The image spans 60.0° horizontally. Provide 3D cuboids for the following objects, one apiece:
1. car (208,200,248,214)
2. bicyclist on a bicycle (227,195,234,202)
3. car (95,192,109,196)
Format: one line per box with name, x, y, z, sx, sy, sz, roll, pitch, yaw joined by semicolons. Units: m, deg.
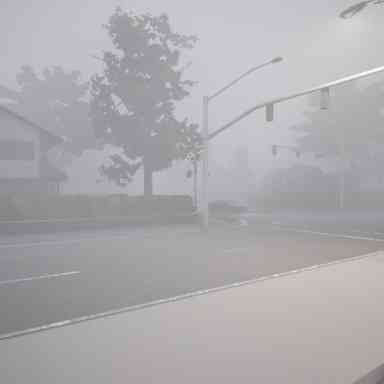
car;3.613;1.547;36.546;2.033;1.411;5.357;0;0;-36
bicyclist on a bicycle;5.913;1.303;51.108;1.656;1.620;0.582;0;0;-36
car;-20.412;1.049;75.266;2.150;2.045;5.566;0;0;-36
